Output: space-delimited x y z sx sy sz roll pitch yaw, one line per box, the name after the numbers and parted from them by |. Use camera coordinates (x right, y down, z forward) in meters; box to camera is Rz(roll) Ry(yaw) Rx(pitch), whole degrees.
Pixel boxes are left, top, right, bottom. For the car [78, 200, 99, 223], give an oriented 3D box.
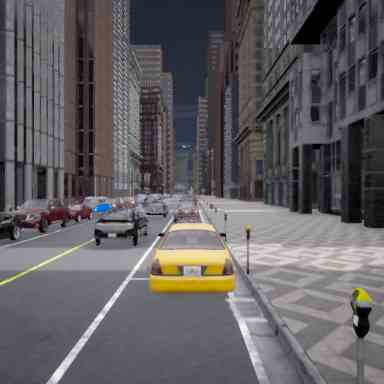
-8.910 1.544 25.344 1.887 1.381 4.507 0 0 0 | car

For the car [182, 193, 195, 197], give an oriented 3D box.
-0.386 1.314 36.627 2.192 1.841 5.009 0 0 0 | car

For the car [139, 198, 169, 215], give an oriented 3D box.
-3.145 1.546 30.260 2.033 1.411 5.357 0 0 0 | car

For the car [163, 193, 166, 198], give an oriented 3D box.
-8.912 1.324 87.347 2.192 1.841 5.009 0 0 0 | car

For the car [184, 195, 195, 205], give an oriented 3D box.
-0.386 1.439 59.171 1.967 1.590 4.097 0 0 0 | car

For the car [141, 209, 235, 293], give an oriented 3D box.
0.005 1.456 8.840 1.801 1.575 5.366 0 0 0 | car

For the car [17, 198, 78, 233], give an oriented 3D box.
-8.911 1.314 19.706 2.192 1.841 5.009 0 0 0 | car

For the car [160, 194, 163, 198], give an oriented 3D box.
-8.911 1.447 81.710 1.967 1.590 4.097 0 0 0 | car

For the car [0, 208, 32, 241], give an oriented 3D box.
-8.910 1.565 14.070 1.947 1.339 4.313 0 0 0 | car

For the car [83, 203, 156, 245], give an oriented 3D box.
-3.142 1.492 15.570 2.128 1.511 4.902 0 0 0 | car

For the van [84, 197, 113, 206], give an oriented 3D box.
-8.911 1.340 30.980 1.690 1.788 3.998 0 0 0 | van

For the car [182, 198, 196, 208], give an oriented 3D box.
-0.385 1.565 47.899 1.947 1.339 4.313 0 0 0 | car

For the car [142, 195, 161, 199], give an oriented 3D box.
-6.149 1.511 48.709 1.837 1.490 4.892 0 0 0 | car

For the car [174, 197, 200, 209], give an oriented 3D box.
-0.386 1.439 25.353 1.967 1.590 4.097 0 0 0 | car

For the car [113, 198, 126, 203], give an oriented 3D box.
-8.911 1.439 36.617 1.967 1.590 4.097 0 0 0 | car

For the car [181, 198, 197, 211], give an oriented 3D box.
-0.385 1.543 42.263 1.887 1.381 4.507 0 0 0 | car

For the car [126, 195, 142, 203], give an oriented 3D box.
-8.911 1.439 47.891 1.967 1.590 4.097 0 0 0 | car

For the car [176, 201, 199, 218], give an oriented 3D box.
-0.385 1.565 30.990 1.947 1.339 4.313 0 0 0 | car
